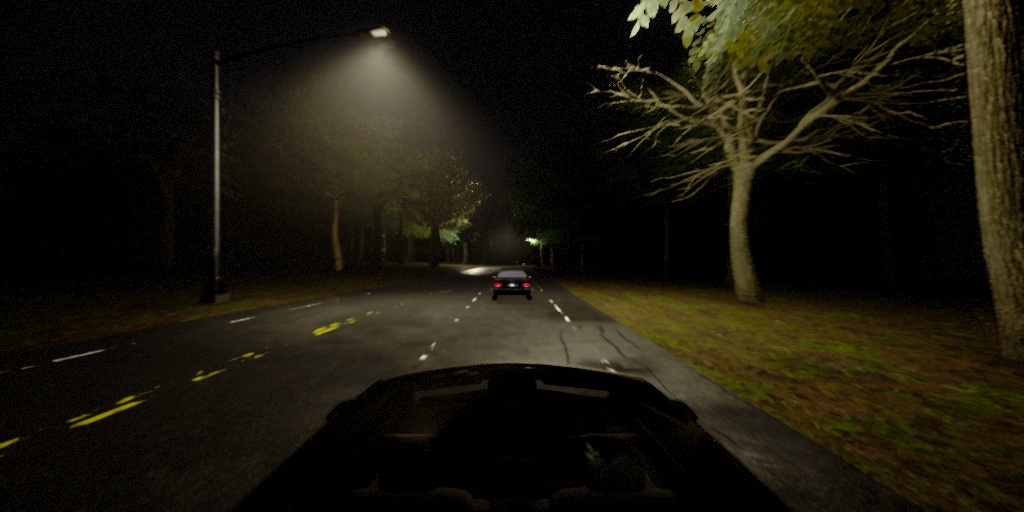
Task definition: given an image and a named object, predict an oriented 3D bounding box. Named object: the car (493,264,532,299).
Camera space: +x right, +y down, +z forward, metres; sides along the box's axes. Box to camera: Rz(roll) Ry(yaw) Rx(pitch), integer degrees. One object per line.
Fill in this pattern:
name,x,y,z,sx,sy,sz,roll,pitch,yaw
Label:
car,0.007,1.323,18.076,2.033,1.411,5.357,0,0,0
